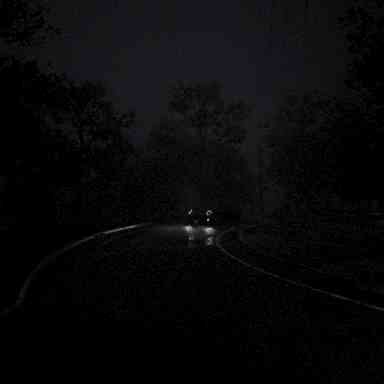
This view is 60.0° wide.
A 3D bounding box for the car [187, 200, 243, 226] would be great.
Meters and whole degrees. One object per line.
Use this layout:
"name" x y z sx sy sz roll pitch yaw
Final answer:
"car" 1.685 1.350 23.483 2.097 1.767 4.553 0 0 39
